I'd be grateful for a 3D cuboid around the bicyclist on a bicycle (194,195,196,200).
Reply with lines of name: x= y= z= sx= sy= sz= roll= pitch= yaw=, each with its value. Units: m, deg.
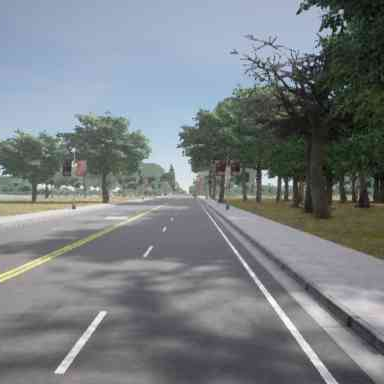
bicyclist on a bicycle: x=0.907 y=1.532 z=90.061 sx=0.582 sy=1.620 sz=1.656 roll=1 pitch=0 yaw=0
